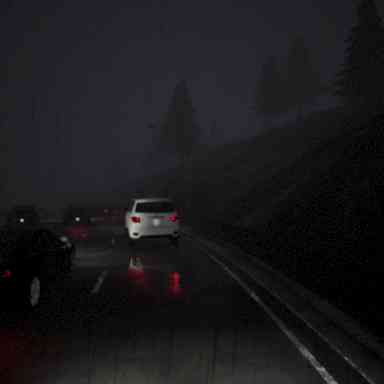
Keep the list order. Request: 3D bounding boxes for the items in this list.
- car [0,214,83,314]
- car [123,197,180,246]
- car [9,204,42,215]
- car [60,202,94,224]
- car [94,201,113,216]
[{"bbox_3d":[-4.114,1.524,7.703,1.882,1.535,5.008,0,0,-7],"label":"car"},{"bbox_3d":[-2.031,1.267,15.860,2.150,2.045,5.566,0,0,-13],"label":"car"},{"bbox_3d":[-12.192,1.644,24.320,1.837,1.490,4.892,0,0,-22],"label":"car"},{"bbox_3d":[-8.755,1.619,25.131,1.837,1.490,4.892,0,0,-21],"label":"car"},{"bbox_3d":[-9.547,1.664,34.553,1.812,1.442,4.674,0,0,-29],"label":"car"}]
